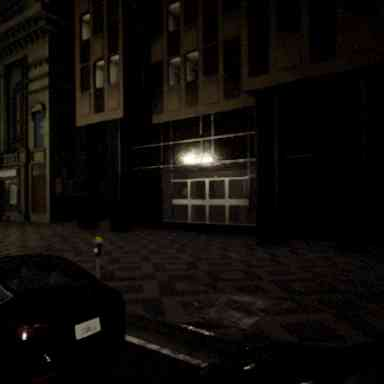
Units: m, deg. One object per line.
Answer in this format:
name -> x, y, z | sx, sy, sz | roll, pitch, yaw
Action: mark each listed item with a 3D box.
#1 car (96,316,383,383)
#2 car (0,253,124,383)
car -> 1.705, 1.561, 1.749 | 4.313, 1.339, 1.947 | -1, -1, 36
car -> -2.881, 1.619, 5.026 | 4.313, 1.339, 1.947 | -1, -1, 36
